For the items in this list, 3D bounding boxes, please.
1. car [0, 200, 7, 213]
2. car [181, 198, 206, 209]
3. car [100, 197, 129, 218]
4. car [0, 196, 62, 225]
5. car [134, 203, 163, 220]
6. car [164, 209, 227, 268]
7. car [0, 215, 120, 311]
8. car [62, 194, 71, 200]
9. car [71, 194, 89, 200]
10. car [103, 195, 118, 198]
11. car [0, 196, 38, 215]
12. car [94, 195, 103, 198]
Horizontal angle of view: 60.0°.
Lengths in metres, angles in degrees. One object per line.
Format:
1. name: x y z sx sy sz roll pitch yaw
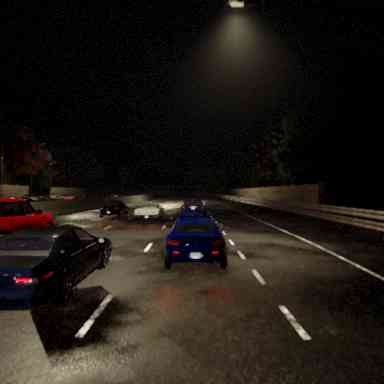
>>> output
1. car: -21.094 1.515 34.123 1.994 1.385 4.181 0 0 0
2. car: 0.093 1.309 28.458 2.097 1.767 4.553 0 0 0
3. car: -6.904 1.482 29.768 1.812 1.442 4.674 0 0 0
4. car: -6.901 1.200 11.864 2.150 2.045 5.566 0 0 0
5. car: -3.403 1.559 27.217 1.895 1.301 4.718 0 0 0
6. car: 0.097 1.506 11.098 1.812 1.442 4.674 0 0 0
7. car: -3.401 1.532 8.014 2.033 1.411 5.357 0 0 0
8. car: -28.011 1.231 74.130 2.097 1.767 4.553 0 0 0
9. car: -24.511 1.401 74.100 2.128 1.511 4.902 0 0 0
10. car: -17.511 1.401 74.101 2.128 1.511 4.902 0 0 0
11. car: -17.596 1.304 33.339 2.097 1.767 4.553 0 0 0
12. car: -21.011 1.338 75.892 1.994 1.385 4.181 0 0 0
